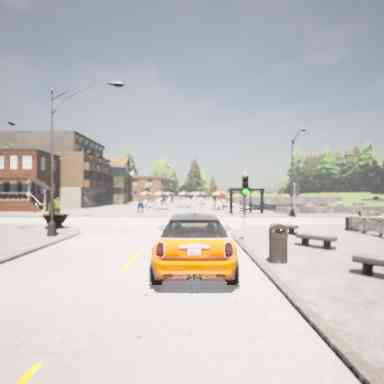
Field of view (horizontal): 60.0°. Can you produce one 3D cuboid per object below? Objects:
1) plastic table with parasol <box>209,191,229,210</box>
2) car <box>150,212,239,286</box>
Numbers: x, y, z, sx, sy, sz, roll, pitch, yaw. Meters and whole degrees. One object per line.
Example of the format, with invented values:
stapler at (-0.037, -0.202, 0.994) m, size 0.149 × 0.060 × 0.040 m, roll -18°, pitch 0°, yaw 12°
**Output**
plastic table with parasol at (3.581, 1.115, 44.624) m, size 2.482 × 2.480 × 2.482 m, roll 0°, pitch 0°, yaw 0°
car at (0.068, 1.393, 9.665) m, size 2.097 × 1.767 × 4.553 m, roll 0°, pitch 0°, yaw 0°
